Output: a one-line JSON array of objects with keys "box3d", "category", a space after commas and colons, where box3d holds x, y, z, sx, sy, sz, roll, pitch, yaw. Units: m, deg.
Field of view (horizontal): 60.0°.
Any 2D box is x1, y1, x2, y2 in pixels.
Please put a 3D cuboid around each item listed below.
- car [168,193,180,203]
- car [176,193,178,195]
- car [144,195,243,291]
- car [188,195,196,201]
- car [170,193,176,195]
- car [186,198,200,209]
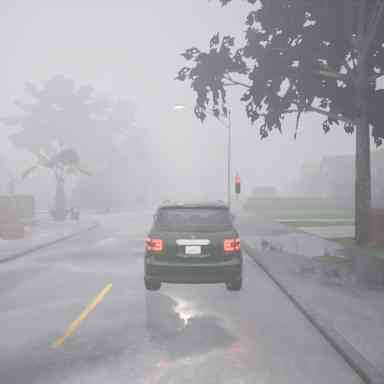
[{"box3d": [-3.922, 1.225, 73.325, 2.150, 2.045, 5.566, 0, 0, 0], "category": "car"}, {"box3d": [-3.992, 1.491, 62.812, 2.128, 1.511, 4.902, 0, 0, 0], "category": "car"}, {"box3d": [0.047, 1.221, 9.170, 2.150, 2.045, 5.566, 0, 0, 1], "category": "car"}, {"box3d": [0.087, 1.500, 81.367, 1.837, 1.490, 4.892, 0, 0, 0], "category": "car"}, {"box3d": [-4.036, 1.352, 52.410, 2.097, 1.767, 4.553, 0, 0, 0], "category": "car"}, {"box3d": [0.151, 1.525, 45.820, 1.812, 1.442, 4.674, 0, 0, 1], "category": "car"}]
